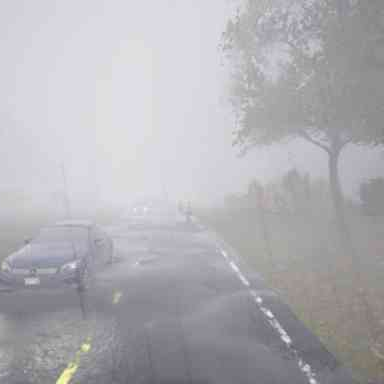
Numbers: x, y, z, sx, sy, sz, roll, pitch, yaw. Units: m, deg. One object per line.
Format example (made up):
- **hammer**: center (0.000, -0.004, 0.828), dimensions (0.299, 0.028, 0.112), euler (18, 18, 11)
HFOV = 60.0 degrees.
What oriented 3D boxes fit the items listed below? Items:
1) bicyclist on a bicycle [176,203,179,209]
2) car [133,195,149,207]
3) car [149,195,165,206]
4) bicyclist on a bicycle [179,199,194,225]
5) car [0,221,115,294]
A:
- **bicyclist on a bicycle**: center (-1.062, 1.505, 31.547), dimensions (0.866, 1.612, 1.509), euler (0, -1, -7)
- **car**: center (-8.169, 1.644, 52.360), dimensions (1.812, 1.442, 4.674), euler (0, 0, -10)
- **car**: center (-5.750, 1.629, 56.234), dimensions (1.837, 1.490, 4.892), euler (0, 0, -11)
- **bicyclist on a bicycle**: center (-0.239, 1.488, 23.425), dimensions (0.866, 1.612, 1.509), euler (0, 0, -5)
- **car**: center (-3.330, 1.553, 9.063), dimensions (1.812, 1.442, 4.674), euler (0, 0, -2)
